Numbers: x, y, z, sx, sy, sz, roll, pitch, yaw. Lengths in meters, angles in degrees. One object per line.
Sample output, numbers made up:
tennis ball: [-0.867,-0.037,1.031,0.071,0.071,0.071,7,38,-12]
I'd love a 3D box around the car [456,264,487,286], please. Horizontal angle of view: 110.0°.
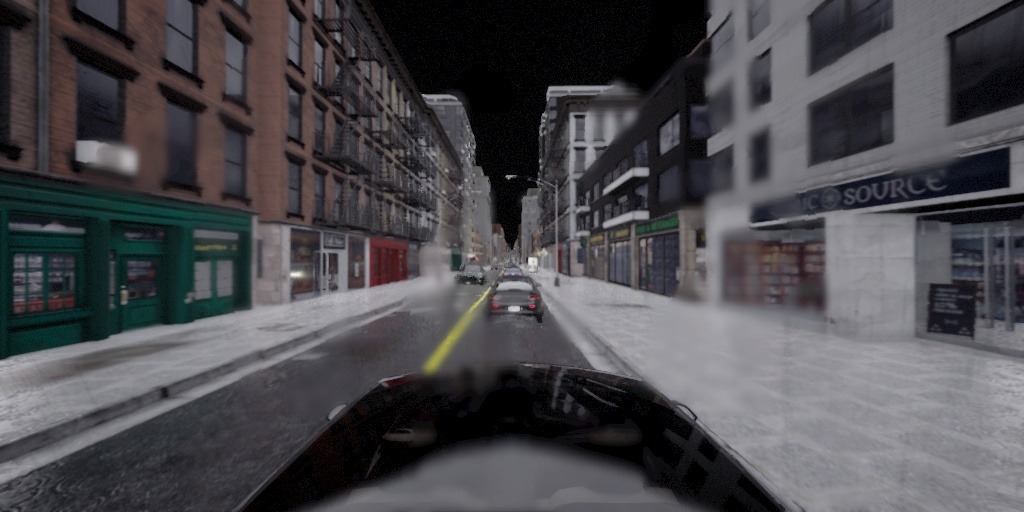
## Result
car: [-3.111,1.402,28.160,2.097,1.767,4.553,0,-1,0]

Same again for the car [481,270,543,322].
car: [0.079,1.397,12.737,1.812,1.442,4.674,0,-1,0]

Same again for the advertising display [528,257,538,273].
advertising display: [3.111,1.379,53.205,1.540,2.440,0.280,0,0,0]

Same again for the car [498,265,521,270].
car: [0.085,1.648,32.332,2.033,1.411,5.357,0,-1,0]
